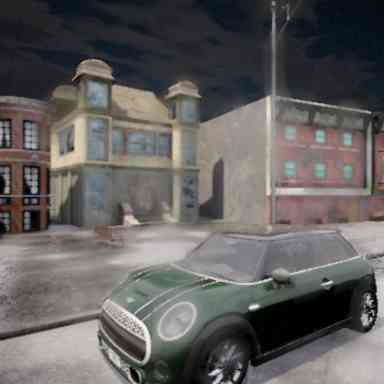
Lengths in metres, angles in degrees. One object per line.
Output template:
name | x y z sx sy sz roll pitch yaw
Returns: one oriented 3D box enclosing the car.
car | 0.915 1.367 5.246 4.553 1.767 2.097 0 0 -35
